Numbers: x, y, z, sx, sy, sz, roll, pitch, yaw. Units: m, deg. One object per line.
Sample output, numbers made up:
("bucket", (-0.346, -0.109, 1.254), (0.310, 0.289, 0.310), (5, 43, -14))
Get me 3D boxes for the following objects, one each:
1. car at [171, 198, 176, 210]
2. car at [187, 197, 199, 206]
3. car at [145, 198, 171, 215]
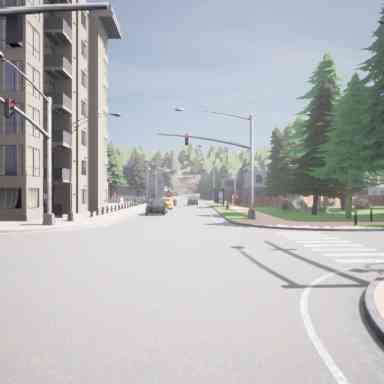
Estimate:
("car", (-3.476, 1.476, 43.431), (1.882, 1.535, 5.008), (0, 0, 0))
("car", (0.148, 1.546, 55.654), (2.033, 1.411, 5.357), (0, 0, 0))
("car", (-3.512, 1.476, 33.470), (1.882, 1.535, 5.008), (0, 0, 0))
